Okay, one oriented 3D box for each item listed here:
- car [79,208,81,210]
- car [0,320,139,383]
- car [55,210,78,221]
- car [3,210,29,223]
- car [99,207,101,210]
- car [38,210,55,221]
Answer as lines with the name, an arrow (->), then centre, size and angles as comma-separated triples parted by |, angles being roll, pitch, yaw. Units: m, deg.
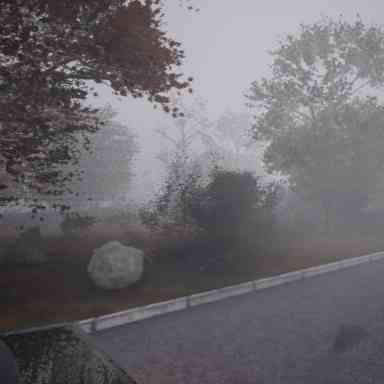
car -> -14.700, 2.944, 44.781 | 2.002, 1.452, 4.674 | 0, -1, -37
car -> -2.680, 1.631, 1.755 | 4.718, 1.301, 1.895 | 0, -1, -36
car -> -16.886, 2.764, 43.073 | 2.185, 1.767, 4.553 | 0, -1, -37
car -> -21.321, 2.865, 39.733 | 2.231, 1.521, 4.892 | 0, -1, -37
car -> -12.495, 2.918, 46.468 | 2.097, 1.535, 5.008 | 0, -1, -37
car -> -19.108, 2.877, 41.407 | 2.097, 1.535, 5.008 | 0, -1, -37
